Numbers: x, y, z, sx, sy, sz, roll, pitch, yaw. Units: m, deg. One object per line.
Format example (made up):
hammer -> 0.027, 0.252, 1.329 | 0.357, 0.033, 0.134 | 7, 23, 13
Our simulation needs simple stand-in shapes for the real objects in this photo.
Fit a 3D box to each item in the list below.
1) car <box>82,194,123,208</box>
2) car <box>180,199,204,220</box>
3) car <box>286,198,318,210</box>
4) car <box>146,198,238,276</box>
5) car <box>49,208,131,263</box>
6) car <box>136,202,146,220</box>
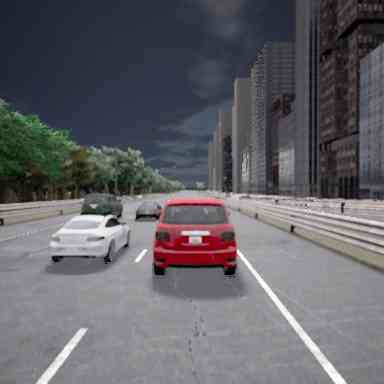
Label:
car -> -6.973, 1.173, 26.277 | 2.150, 2.045, 5.566 | 0, 0, 0
car -> 0.020, 1.422, 28.665 | 1.882, 1.535, 5.008 | 0, 0, 0
car -> 13.570, 1.496, 41.472 | 2.128, 1.511, 4.902 | 0, 0, -17
car -> 0.072, 1.198, 10.396 | 2.150, 2.045, 5.566 | 0, 0, 0
car -> -3.418, 1.501, 11.784 | 1.812, 1.442, 4.674 | 0, 0, 0
car -> -3.474, 1.511, 27.798 | 1.994, 1.385, 4.181 | 0, 0, 0
